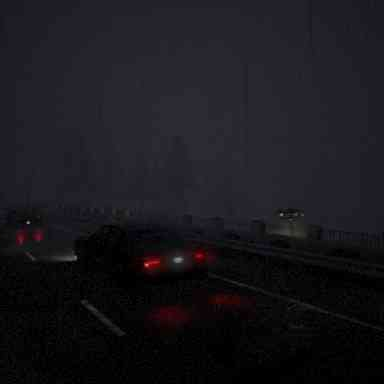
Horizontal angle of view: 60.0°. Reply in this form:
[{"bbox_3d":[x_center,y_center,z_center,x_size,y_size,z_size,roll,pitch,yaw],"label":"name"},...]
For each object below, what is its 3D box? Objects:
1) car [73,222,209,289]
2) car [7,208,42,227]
[{"bbox_3d":[-1.742,1.569,9.373,2.033,1.411,5.357,0,0,-35],"label":"car"},{"bbox_3d":[-12.701,1.871,25.010,1.895,1.301,4.718,0,-1,-35],"label":"car"}]
